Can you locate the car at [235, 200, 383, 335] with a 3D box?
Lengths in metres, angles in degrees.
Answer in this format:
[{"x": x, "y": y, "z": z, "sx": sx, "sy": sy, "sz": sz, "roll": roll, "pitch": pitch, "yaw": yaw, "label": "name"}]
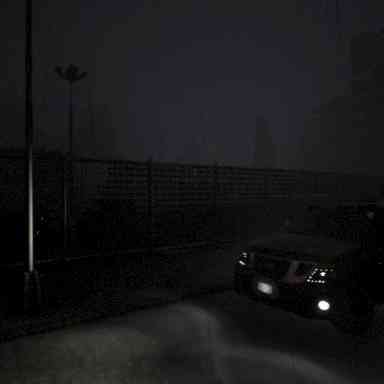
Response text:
[{"x": 3.456, "y": 1.212, "z": 7.064, "sx": 5.566, "sy": 2.045, "sz": 2.150, "roll": 0, "pitch": 0, "yaw": -35, "label": "car"}]
